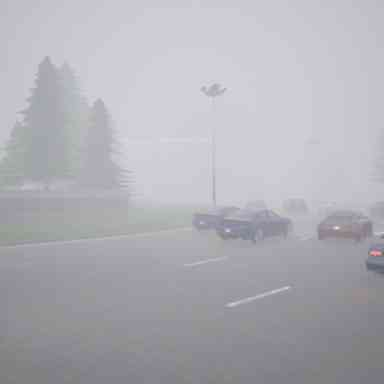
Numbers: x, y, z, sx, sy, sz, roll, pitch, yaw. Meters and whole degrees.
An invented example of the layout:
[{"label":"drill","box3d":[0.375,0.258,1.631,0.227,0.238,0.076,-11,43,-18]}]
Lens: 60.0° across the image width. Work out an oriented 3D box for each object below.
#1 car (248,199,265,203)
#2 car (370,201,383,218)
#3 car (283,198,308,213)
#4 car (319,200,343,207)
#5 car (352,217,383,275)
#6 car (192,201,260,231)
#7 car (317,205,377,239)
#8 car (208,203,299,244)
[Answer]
[{"label":"car","box3d":[8.199,1.641,43.532,2.128,1.511,4.902,0,0,-6]},{"label":"car","box3d":[17.651,1.559,30.313,1.837,1.490,4.892,1,0,13]},{"label":"car","box3d":[11.765,1.465,38.348,2.097,1.767,4.553,0,0,4]},{"label":"car","box3d":[15.109,1.614,36.009,1.812,1.442,4.674,0,0,6]},{"label":"car","box3d":[6.671,1.561,9.607,2.033,1.411,5.357,0,0,44]},{"label":"car","box3d":[2.029,1.557,20.479,1.882,1.535,5.008,0,0,37]},{"label":"car","box3d":[7.791,1.603,16.807,1.994,1.385,4.181,0,0,36]},{"label":"car","box3d":[3.191,1.535,16.360,1.882,1.535,5.008,0,0,41]}]
